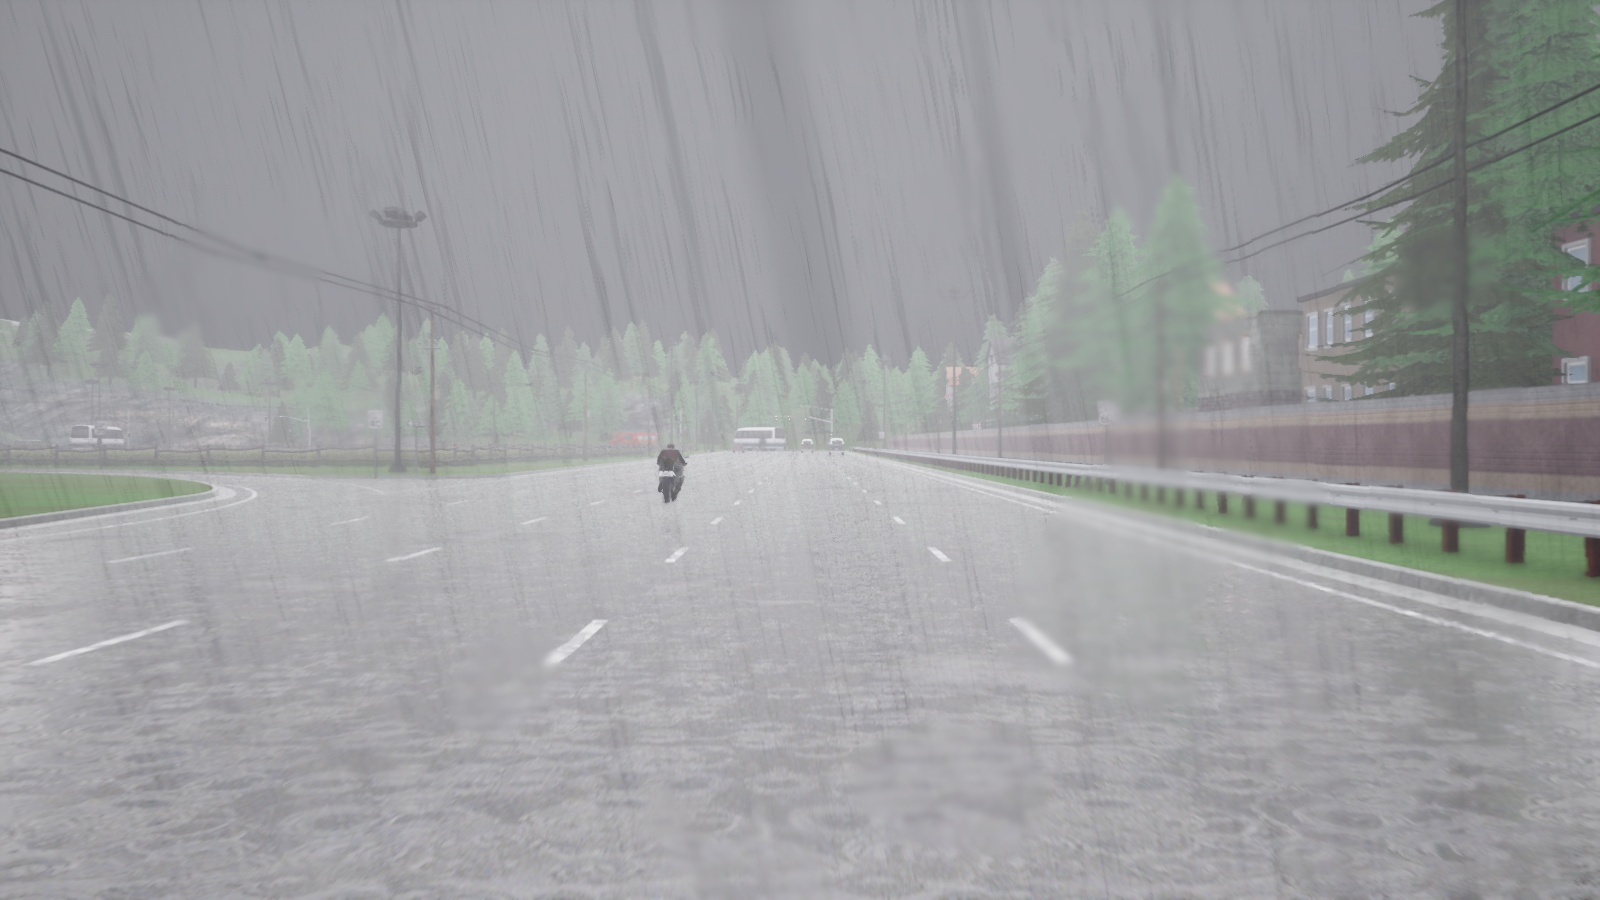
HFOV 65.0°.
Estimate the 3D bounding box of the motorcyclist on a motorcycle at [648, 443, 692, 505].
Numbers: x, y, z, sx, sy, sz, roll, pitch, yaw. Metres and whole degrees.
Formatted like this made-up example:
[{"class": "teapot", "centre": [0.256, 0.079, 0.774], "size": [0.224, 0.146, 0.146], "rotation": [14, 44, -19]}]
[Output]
[{"class": "motorcyclist on a motorcycle", "centre": [-3.302, 0.596, 32.068], "size": [0.866, 1.530, 2.191], "rotation": [0, 0, 0]}]
